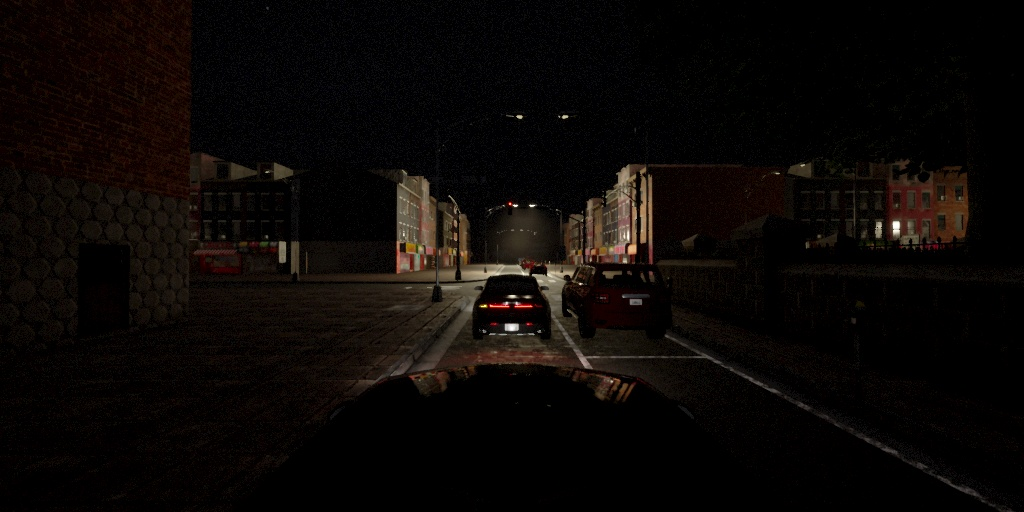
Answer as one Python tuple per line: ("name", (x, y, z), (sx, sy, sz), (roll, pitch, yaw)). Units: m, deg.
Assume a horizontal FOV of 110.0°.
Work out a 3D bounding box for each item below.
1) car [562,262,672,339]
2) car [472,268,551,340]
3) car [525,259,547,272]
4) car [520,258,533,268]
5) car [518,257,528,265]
("car", (2.629, 1.068, 10.036), (2.192, 1.841, 5.009), (0, 0, 0))
("car", (-0.009, 1.258, 9.995), (1.837, 1.490, 4.892), (0, 0, 0))
("car", (2.600, 1.334, 36.465), (1.888, 1.381, 4.507), (0, 0, 0))
("car", (2.582, 1.373, 52.777), (1.888, 1.381, 4.507), (0, 0, 0))
("car", (2.576, 1.158, 58.214), (2.192, 1.841, 5.009), (0, 0, 0))
